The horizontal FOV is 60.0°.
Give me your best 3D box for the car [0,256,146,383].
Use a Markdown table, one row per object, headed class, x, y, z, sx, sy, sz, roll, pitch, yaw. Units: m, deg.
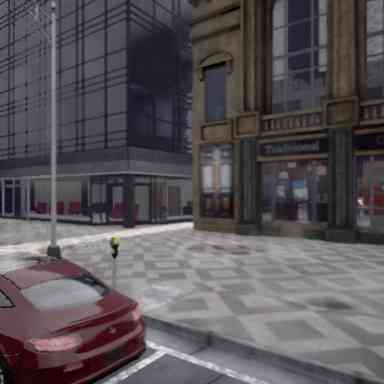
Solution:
| class | x | y | z | sx | sy | sz | roll | pitch | yaw |
| --- | --- | --- | --- | --- | --- | --- | --- | --- | --- |
| car | -2.510 | 1.606 | 4.759 | 4.206 | 1.307 | 1.802 | 0 | 0 | 36 |
